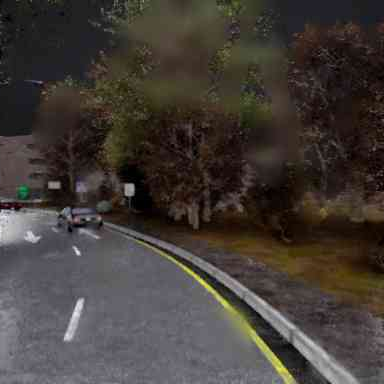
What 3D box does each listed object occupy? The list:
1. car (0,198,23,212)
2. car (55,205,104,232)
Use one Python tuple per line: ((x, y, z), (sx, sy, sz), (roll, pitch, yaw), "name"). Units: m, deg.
((-18.980, 1.251, 33.077), (4.718, 1.301, 1.895), (1, 0, 33), "car")
((-6.952, 1.502, 20.251), (2.033, 1.411, 5.357), (0, 1, -32), "car")
